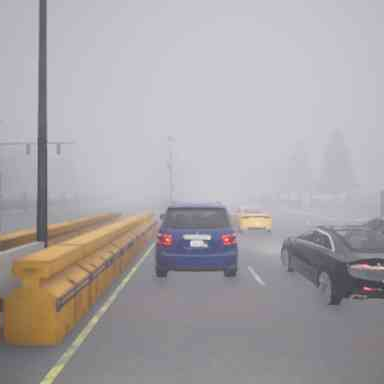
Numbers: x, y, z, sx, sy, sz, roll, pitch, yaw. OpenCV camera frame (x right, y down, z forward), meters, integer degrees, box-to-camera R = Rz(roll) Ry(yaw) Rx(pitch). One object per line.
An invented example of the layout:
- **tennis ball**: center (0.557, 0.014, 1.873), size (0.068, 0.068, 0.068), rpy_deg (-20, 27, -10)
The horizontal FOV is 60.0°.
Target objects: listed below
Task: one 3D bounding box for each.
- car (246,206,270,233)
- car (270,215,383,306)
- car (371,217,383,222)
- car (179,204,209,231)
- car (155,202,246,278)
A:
- **car**: center (3.639, 1.640, 21.016), size (1.882, 1.535, 5.008), rpy_deg (0, -1, 0)
- **car**: center (3.614, 1.556, 8.156), size (2.128, 1.511, 4.902), rpy_deg (0, 0, 0)
- **car**: center (7.119, 1.597, 11.584), size (1.837, 1.490, 4.892), rpy_deg (0, 0, 0)
- **car**: center (0.143, 1.683, 22.978), size (1.837, 1.490, 4.892), rpy_deg (0, 0, 0)
- **car**: center (0.120, 1.307, 10.527), size (2.150, 2.045, 5.566), rpy_deg (0, 0, 0)
